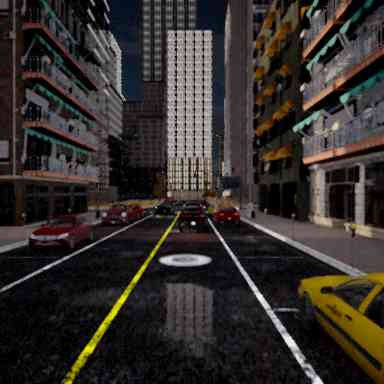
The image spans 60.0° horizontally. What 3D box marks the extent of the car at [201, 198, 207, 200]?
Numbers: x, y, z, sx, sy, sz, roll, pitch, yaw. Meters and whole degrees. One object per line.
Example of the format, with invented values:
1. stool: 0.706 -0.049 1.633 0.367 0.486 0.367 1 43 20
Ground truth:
1. car: 2.686 2.175 80.588 1.967 1.590 4.097 -1 -1 0

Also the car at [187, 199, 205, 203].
1. car: 0.099 1.806 36.225 1.882 1.535 5.008 0 -1 0

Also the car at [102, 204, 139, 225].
1. car: -5.697 1.676 26.032 1.967 1.590 4.097 -1 -1 0

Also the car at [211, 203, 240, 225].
1. car: 2.684 1.780 26.017 1.887 1.381 4.507 -1 -1 0

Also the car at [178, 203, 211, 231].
1. car: 0.097 1.702 22.356 1.837 1.490 4.892 0 -2 0

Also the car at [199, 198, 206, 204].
1. car: 2.688 2.314 86.317 1.752 1.417 4.829 -1 -1 0

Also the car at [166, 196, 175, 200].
1. car: -5.693 2.281 80.589 1.887 1.381 4.507 -1 -1 0

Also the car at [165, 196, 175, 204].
1. car: -5.694 2.103 86.151 2.192 1.841 5.009 -1 -1 0

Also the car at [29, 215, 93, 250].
1. car: -5.697 1.718 14.985 1.802 1.307 4.206 -1 -1 0

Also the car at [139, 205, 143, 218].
1. car: -5.696 1.831 31.555 1.887 1.381 4.507 -1 -1 0

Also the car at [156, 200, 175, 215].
1. car: -3.000 1.916 38.499 1.994 1.385 4.181 0 -1 0

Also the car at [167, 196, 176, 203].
1. car: -5.694 2.154 91.710 2.192 1.841 5.009 -1 -1 0

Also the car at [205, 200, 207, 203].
1. car: 2.685 1.862 37.233 1.752 1.417 4.829 -1 -1 0

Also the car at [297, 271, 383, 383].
1. car: 2.683 1.563 4.094 1.752 1.417 4.829 -1 -1 0
